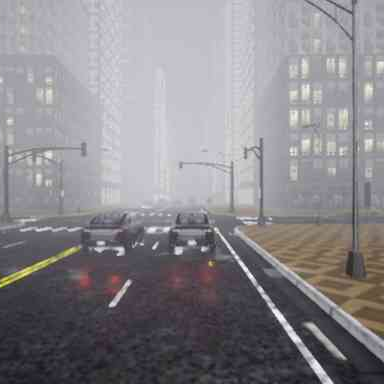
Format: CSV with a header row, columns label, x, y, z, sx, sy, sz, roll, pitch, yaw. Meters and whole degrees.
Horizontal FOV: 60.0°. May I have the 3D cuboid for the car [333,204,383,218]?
label,x,y,z,sx,sy,sz,roll,pitch,yaw
car,17.083,1.891,34.158,4.829,1.417,1.752,0,-1,2

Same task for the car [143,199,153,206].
label,x,y,z,sx,sy,sz,roll,pitch,yaw
car,-9.761,2.381,73.594,2.128,1.511,4.902,0,-1,0

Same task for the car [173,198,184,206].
label,x,y,z,sx,sy,sz,roll,pitch,yaw
car,-3.262,2.409,75.452,1.994,1.385,4.181,0,-1,0

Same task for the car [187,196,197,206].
label,x,y,z,sx,sy,sz,roll,pitch,yaw
car,-0.011,2.337,75.071,1.837,1.490,4.892,0,-1,0

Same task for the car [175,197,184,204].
label,x,y,z,sx,sy,sz,roll,pitch,yaw
car,-3.263,2.229,86.711,2.097,1.767,4.553,0,-1,0

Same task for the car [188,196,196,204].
label,x,y,z,sx,sy,sz,roll,pitch,yaw
car,-0.013,2.123,87.190,2.150,2.045,5.566,0,-1,0

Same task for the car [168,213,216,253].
label,x,y,z,sx,sy,sz,roll,pitch,yaw
car,0.003,1.635,14.308,2.128,1.511,4.902,0,0,0

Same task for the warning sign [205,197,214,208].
label,x,y,z,sx,sy,sz,roll,pitch,yaw
warning sign,2.845,1.715,54.145,1.300,1.860,1.060,0,-1,0

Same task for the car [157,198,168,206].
label,x,y,z,sx,sy,sz,roll,pitch,yaw
car,-6.511,2.211,73.627,2.097,1.767,4.553,0,-1,0

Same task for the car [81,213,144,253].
label,x,y,z,sx,sy,sz,roll,pitch,yaw
car,-3.247,1.635,14.296,2.128,1.511,4.902,0,0,0
